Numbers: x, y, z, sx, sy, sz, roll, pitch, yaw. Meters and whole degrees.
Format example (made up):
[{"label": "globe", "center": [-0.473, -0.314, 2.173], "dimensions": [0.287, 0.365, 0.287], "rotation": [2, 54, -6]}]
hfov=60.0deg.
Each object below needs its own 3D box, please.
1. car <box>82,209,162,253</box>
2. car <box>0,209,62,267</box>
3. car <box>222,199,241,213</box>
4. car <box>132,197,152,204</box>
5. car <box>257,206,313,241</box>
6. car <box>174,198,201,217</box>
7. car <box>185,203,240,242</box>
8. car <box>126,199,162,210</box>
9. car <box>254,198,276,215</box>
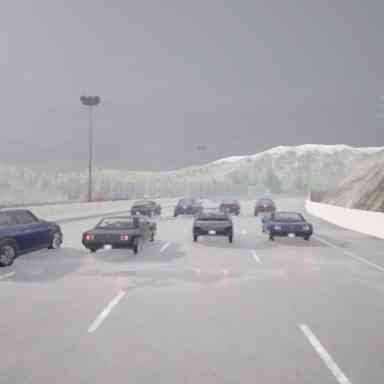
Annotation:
[{"label": "car", "center": [-2.714, 1.603, 13.662], "dimensions": [1.895, 1.301, 4.718], "rotation": [0, 0, 5]}, {"label": "car", "center": [-6.362, 1.344, 11.524], "dimensions": [2.097, 1.767, 4.553], "rotation": [0, 0, 4]}, {"label": "car", "center": [4.001, 1.510, 34.506], "dimensions": [1.882, 1.535, 5.008], "rotation": [0, 0, 12]}, {"label": "car", "center": [-9.527, 1.619, 63.686], "dimensions": [1.895, 1.301, 4.718], "rotation": [0, 0, 20]}, {"label": "car", "center": [4.636, 1.623, 16.912], "dimensions": [1.895, 1.301, 4.718], "rotation": [0, 0, 6]}, {"label": "car", "center": [-0.250, 1.372, 31.120], "dimensions": [2.097, 1.767, 4.553], "rotation": [0, 0, 10]}, {"label": "car", "center": [1.105, 1.505, 16.596], "dimensions": [2.128, 1.511, 4.902], "rotation": [0, 0, 6]}, {"label": "car", "center": [-4.048, 1.515, 29.901], "dimensions": [1.837, 1.490, 4.892], "rotation": [0, 0, 10]}, {"label": "car", "center": [7.512, 1.392, 34.147], "dimensions": [2.097, 1.767, 4.553], "rotation": [0, 0, 12]}]
